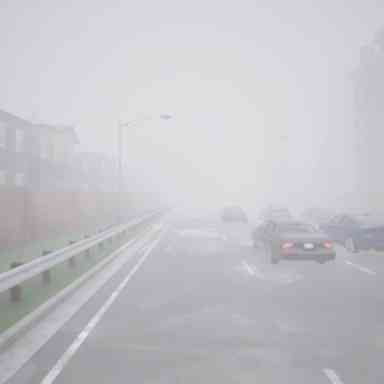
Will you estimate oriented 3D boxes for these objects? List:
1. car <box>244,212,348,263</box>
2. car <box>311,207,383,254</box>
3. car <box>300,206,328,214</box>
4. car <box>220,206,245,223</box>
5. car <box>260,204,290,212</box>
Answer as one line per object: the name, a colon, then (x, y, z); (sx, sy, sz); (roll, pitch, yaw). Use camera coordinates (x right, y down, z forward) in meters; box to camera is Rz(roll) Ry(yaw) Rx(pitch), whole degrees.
car: (3.506, 1.687, 12.489); (2.033, 1.411, 5.357); (0, -1, 0)
car: (7.022, 1.635, 14.217); (1.882, 1.535, 5.008); (0, 0, 0)
car: (10.505, 1.852, 27.488); (2.033, 1.411, 5.357); (0, -1, 0)
car: (3.516, 1.879, 28.448); (1.994, 1.385, 4.181); (0, -1, 0)
car: (7.015, 1.808, 28.488); (2.128, 1.511, 4.902); (0, 0, 0)
